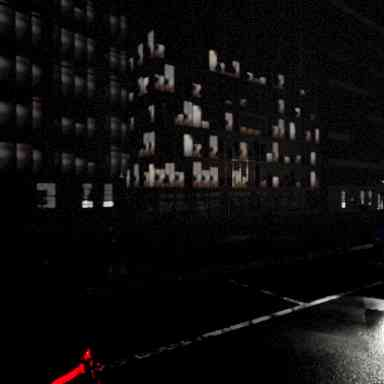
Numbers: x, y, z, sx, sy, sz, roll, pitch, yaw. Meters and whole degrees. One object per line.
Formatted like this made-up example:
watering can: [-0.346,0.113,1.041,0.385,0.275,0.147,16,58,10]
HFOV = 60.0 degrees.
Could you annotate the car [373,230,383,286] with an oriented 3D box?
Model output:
car: [6.368,1.660,7.908,4.181,1.385,1.994,1,0,-36]

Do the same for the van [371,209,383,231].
van: [8.440,1.482,12.595,3.998,1.788,1.690,1,-1,-35]

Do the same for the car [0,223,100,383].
car: [-3.132,1.206,1.143,5.566,2.045,2.150,1,-1,-36]
